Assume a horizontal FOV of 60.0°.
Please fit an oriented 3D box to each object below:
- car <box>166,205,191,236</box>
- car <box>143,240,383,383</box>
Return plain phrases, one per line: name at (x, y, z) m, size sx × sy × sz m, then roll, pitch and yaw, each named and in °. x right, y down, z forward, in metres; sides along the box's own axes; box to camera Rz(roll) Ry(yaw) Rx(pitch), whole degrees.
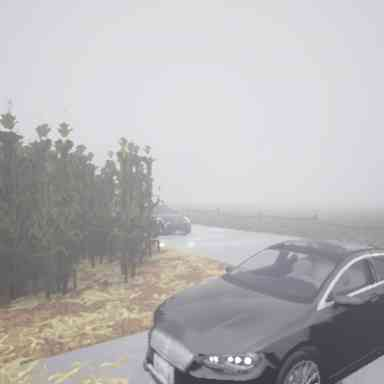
car at (-1.984, 1.446, 18.334) m, size 2.097 × 1.767 × 4.553 m, roll 0°, pitch -1°, yaw -35°
car at (1.711, 1.504, 4.729) m, size 4.902 × 1.511 × 2.128 m, roll 0°, pitch 0°, yaw -36°
